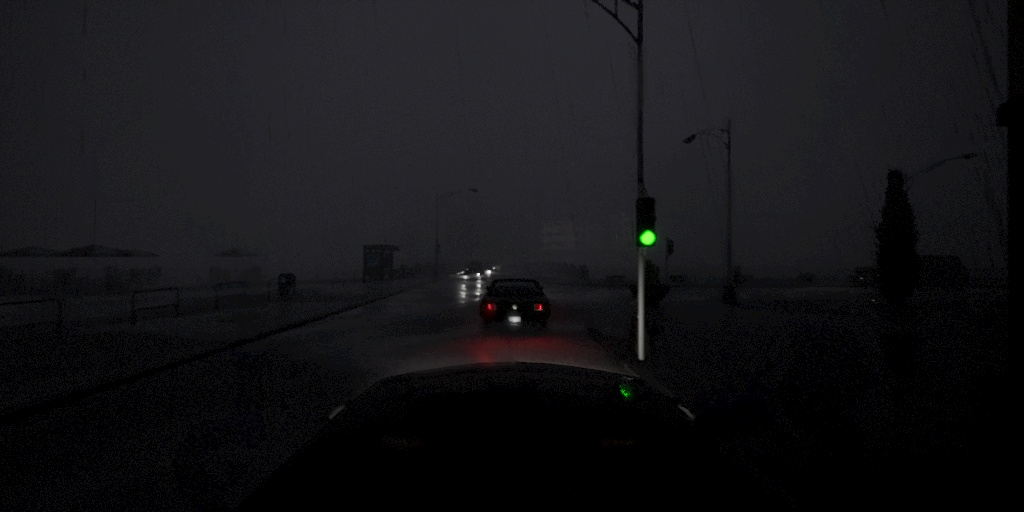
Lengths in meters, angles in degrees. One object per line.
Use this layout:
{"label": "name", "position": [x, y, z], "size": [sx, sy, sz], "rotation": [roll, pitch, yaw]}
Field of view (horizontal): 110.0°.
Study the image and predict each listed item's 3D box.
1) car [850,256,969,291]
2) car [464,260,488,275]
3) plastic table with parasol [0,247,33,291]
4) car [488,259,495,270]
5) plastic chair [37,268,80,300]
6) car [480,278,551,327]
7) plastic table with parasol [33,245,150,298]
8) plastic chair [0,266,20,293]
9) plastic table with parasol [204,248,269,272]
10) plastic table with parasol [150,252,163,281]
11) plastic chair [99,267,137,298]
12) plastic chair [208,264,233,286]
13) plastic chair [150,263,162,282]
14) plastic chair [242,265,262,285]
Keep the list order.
{"label": "car", "position": [23.718, 1.003, 21.516], "size": [5.566, 2.045, 2.150], "rotation": [0, 0, 0]}
{"label": "car", "position": [-4.111, 1.318, 39.986], "size": [1.837, 1.490, 4.892], "rotation": [0, 0, 0]}
{"label": "plastic table with parasol", "position": [-26.911, 0.708, 20.183], "size": [2.482, 2.480, 2.482], "rotation": [0, 0, 0]}
{"label": "car", "position": [-4.102, 1.441, 54.682], "size": [1.895, 1.301, 4.718], "rotation": [0, 0, 0]}
{"label": "plastic chair", "position": [-20.009, 1.304, 15.837], "size": [0.750, 1.272, 0.730], "rotation": [0, 0, 0]}
{"label": "car", "position": [0.088, 1.367, 11.576], "size": [1.895, 1.301, 4.718], "rotation": [0, 0, 0]}
{"label": "plastic table with parasol", "position": [-19.929, 0.703, 17.157], "size": [2.482, 2.480, 2.482], "rotation": [0, 0, 0]}
{"label": "plastic chair", "position": [-27.010, 1.310, 18.933], "size": [0.750, 1.272, 0.730], "rotation": [0, 0, 0]}
{"label": "plastic table with parasol", "position": [-19.183, 0.716, 24.977], "size": [2.482, 2.480, 2.482], "rotation": [0, 0, 0]}
{"label": "plastic table with parasol", "position": [-27.814, 0.719, 26.383], "size": [2.482, 2.480, 2.482], "rotation": [0, 0, 0]}
{"label": "plastic chair", "position": [-18.709, 1.306, 17.037], "size": [0.730, 1.272, 0.750], "rotation": [0, 0, 0]}
{"label": "plastic chair", "position": [-19.212, 1.318, 23.637], "size": [0.750, 1.272, 0.730], "rotation": [0, 0, 0]}
{"label": "plastic chair", "position": [-26.614, 1.323, 26.334], "size": [0.730, 1.272, 0.750], "rotation": [0, 0, 0]}
{"label": "plastic chair", "position": [-17.913, 1.320, 24.838], "size": [0.730, 1.272, 0.750], "rotation": [0, 0, 0]}
